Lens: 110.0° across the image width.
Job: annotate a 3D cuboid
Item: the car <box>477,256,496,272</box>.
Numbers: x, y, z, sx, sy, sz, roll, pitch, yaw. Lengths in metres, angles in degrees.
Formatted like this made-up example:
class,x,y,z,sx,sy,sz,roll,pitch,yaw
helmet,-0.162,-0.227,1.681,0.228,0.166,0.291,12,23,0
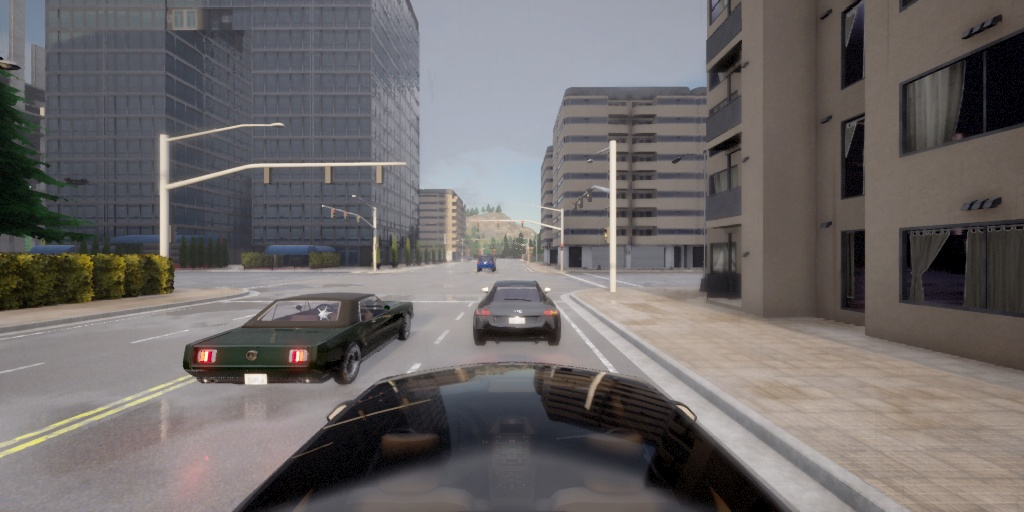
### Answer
class,x,y,z,sx,sy,sz,roll,pitch,yaw
car,-3.247,0.971,46.223,2.150,2.045,5.566,0,0,0

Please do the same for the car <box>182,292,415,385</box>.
class,x,y,z,sx,sy,sz,roll,pitch,yaw
car,-3.386,1.351,6.984,1.895,1.301,4.718,0,0,0

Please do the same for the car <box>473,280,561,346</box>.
class,x,y,z,sx,sy,sz,roll,pitch,yaw
car,0.123,1.314,9.464,1.994,1.385,4.181,0,0,0
